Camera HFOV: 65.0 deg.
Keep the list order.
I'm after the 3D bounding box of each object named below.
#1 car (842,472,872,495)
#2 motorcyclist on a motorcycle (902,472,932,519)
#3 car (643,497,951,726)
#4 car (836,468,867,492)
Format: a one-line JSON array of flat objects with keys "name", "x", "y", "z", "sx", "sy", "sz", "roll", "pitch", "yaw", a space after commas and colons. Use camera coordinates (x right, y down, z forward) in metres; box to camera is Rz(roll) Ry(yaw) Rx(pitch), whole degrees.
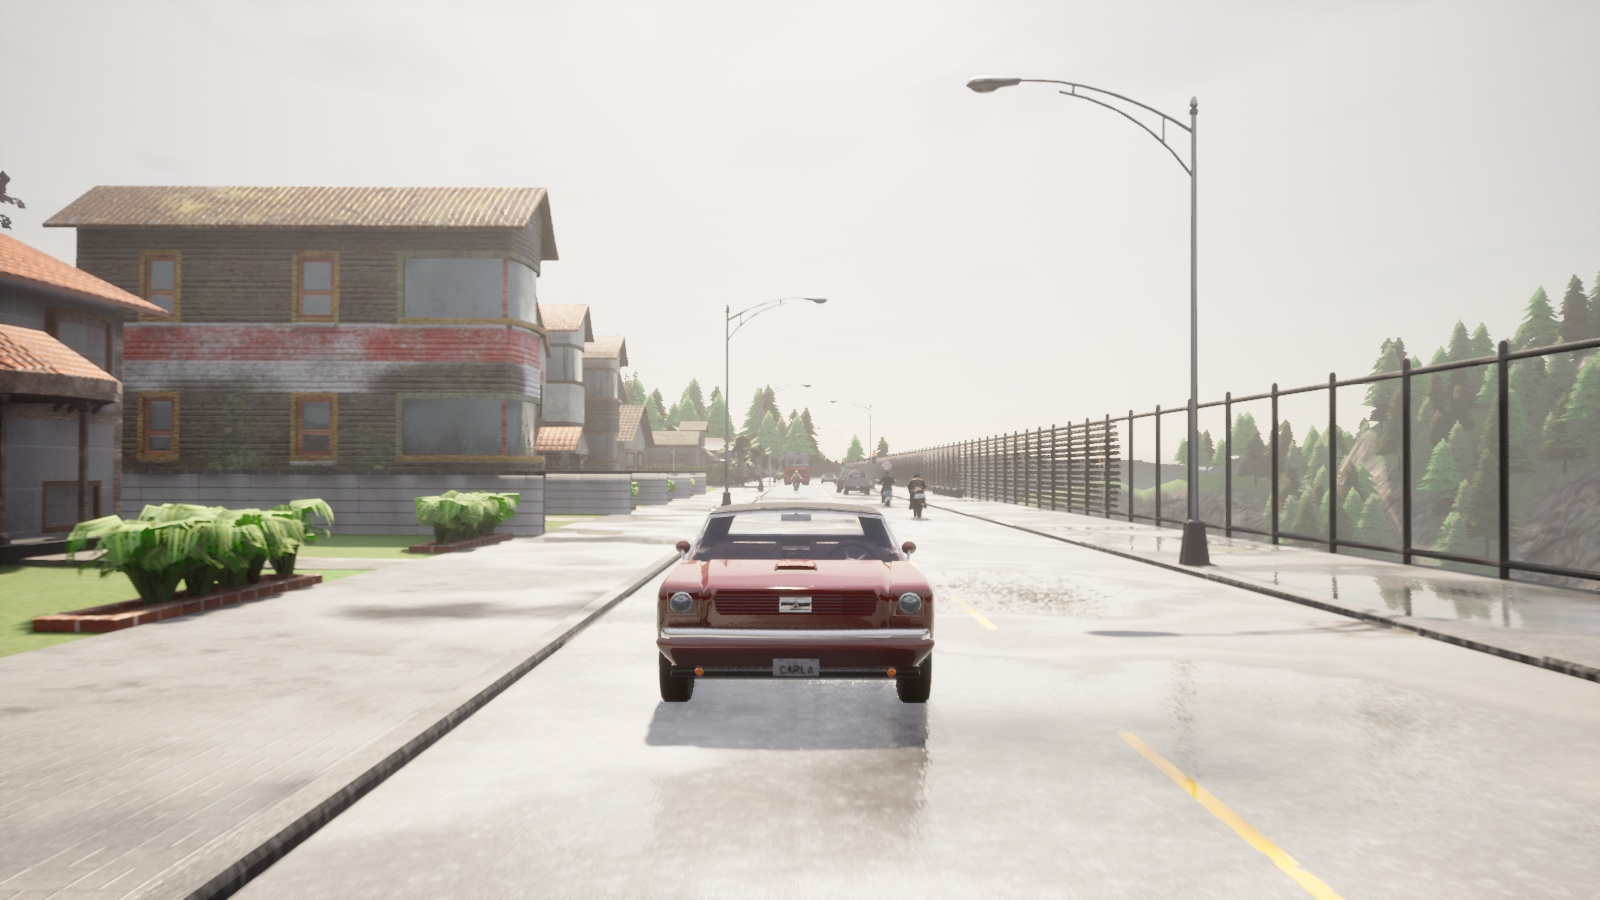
[{"name": "car", "x": 3.796, "y": 2.223, "z": 84.225, "sx": 1.845, "sy": 1.501, "sz": 3.633, "roll": 0, "pitch": -1, "yaw": 0}, {"name": "motorcyclist on a motorcycle", "x": 3.898, "y": 1.482, "z": 41.869, "sx": 0.797, "sy": 1.523, "sz": 2.044, "roll": 0, "pitch": -1, "yaw": 0}, {"name": "car", "x": -0.024, "y": 1.084, "z": 10.093, "sx": 1.895, "sy": 1.301, "sz": 4.718, "roll": 0, "pitch": -1, "yaw": 0}, {"name": "car", "x": 3.775, "y": 2.212, "z": 92.802, "sx": 2.097, "sy": 1.767, "sz": 4.553, "roll": 0, "pitch": -1, "yaw": 0}]
